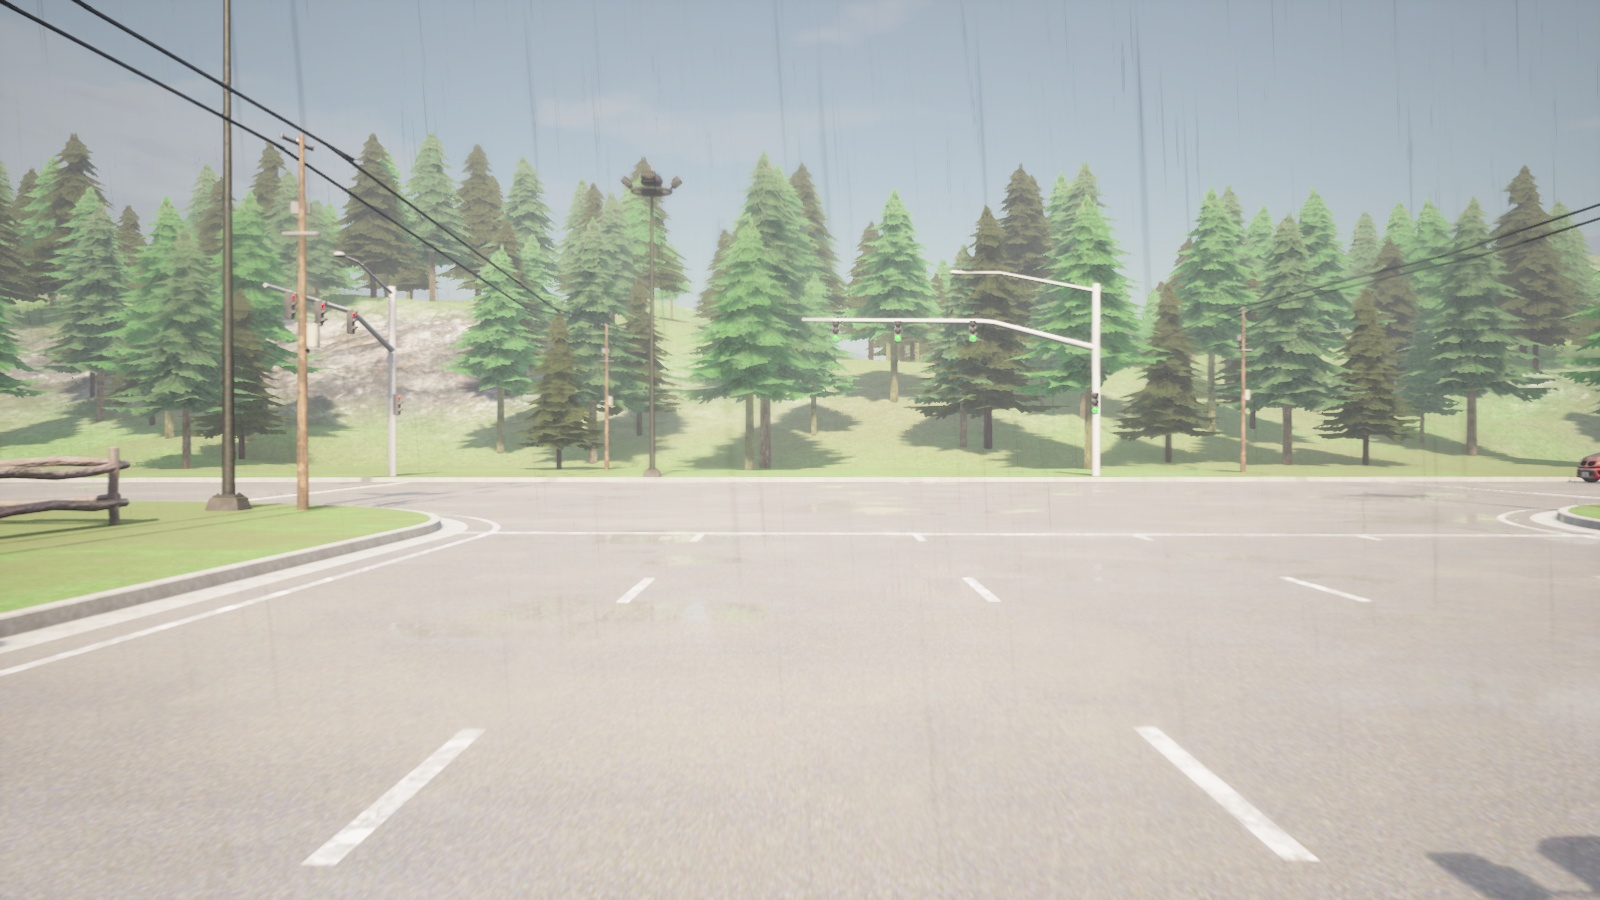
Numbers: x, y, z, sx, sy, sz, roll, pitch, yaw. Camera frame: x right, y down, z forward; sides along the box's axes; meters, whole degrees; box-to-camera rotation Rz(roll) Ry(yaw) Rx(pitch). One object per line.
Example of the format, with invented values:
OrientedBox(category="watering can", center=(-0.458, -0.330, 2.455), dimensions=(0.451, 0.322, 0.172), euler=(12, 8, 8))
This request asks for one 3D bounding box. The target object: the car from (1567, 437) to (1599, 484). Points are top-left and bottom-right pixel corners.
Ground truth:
OrientedBox(category="car", center=(30.755, 0.360, 45.428), dimensions=(4.611, 1.667, 2.242), euler=(0, 0, 1))
